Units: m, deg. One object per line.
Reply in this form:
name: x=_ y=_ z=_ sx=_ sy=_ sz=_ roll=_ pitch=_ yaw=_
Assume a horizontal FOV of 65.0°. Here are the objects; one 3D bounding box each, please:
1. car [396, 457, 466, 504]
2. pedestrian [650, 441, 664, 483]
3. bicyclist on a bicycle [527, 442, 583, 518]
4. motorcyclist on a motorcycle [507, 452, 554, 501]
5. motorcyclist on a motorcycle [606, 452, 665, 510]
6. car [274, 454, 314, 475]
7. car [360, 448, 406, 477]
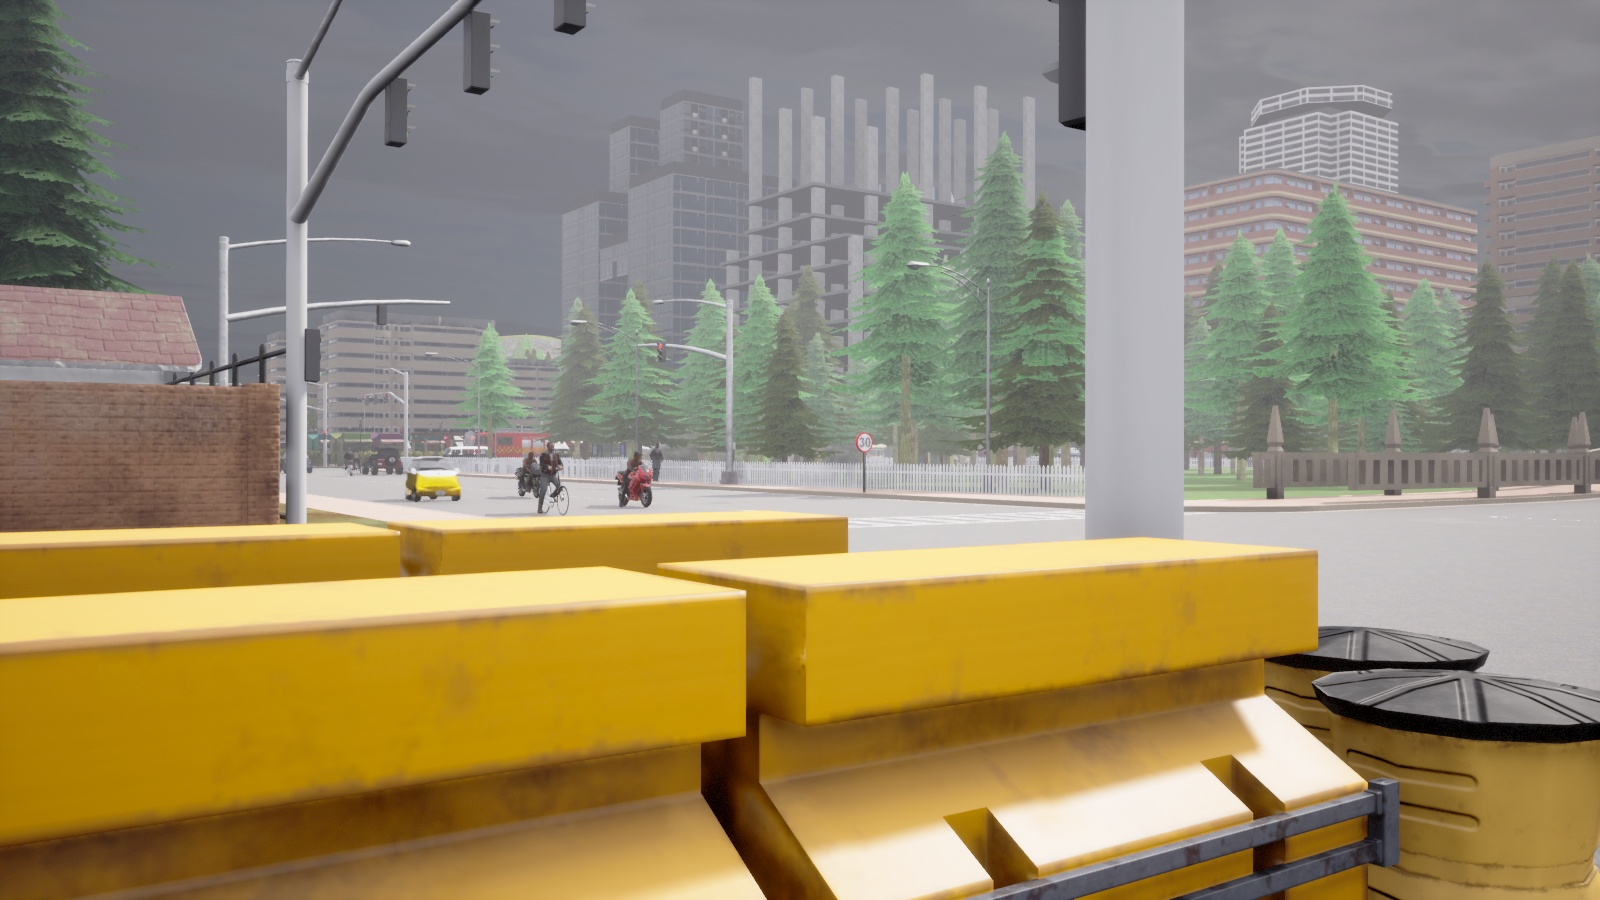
car: x=-11.254 y=0.917 z=38.280 sx=1.481 sy=1.376 sz=2.207 roll=0 pitch=0 yaw=-33
pedestrian: x=-6.535 y=0.558 z=57.462 sx=0.402 sy=1.930 sz=0.666 roll=0 pitch=0 yaw=-29
bicyclist on a bicycle: x=-5.881 y=0.701 z=30.030 sx=0.659 sy=1.776 sz=1.843 roll=0 pitch=0 yaw=-33
motorcyclist on a motorcycle: x=-8.795 y=0.845 z=40.916 sx=0.797 sy=1.523 sz=2.044 roll=0 pitch=0 yaw=-33
motorcyclist on a motorcycle: x=-4.504 y=0.820 z=34.329 sx=0.797 sy=1.523 sz=2.044 roll=0 pitch=0 yaw=-33
car: x=-35.762 y=1.003 z=88.727 sx=1.970 sy=1.475 sz=3.806 roll=0 pitch=0 yaw=-33
car: x=-27.282 y=0.799 z=82.118 sx=1.905 sy=1.878 sz=3.866 roll=0 pitch=0 yaw=-33
